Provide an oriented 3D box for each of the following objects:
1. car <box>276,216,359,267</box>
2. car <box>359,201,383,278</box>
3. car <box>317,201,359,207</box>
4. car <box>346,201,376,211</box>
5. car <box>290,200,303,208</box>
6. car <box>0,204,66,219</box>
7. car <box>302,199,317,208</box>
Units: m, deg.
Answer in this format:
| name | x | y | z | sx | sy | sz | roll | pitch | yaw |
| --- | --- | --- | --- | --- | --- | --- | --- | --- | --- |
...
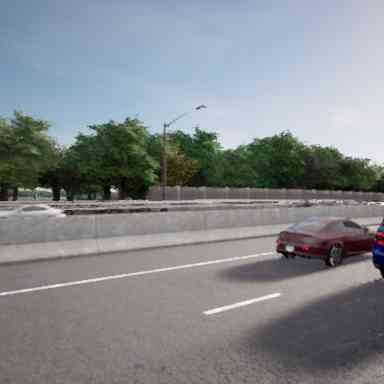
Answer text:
| name | x | y | z | sx | sy | sz | roll | pitch | yaw |
| --- | --- | --- | --- | --- | --- | --- | --- | --- | --- |
| car | 4.869 | 1.568 | 11.517 | 4.674 | 1.442 | 1.812 | 0 | 0 | -35 |
| car | 6.936 | 1.264 | 8.693 | 5.566 | 2.045 | 2.150 | 0 | 0 | -35 |
| car | 14.539 | 1.657 | 31.549 | 4.902 | 1.511 | 2.128 | 1 | 0 | -35 |
| car | 23.721 | 1.953 | 46.660 | 4.181 | 1.385 | 1.994 | 1 | -1 | -35 |
| car | 15.286 | 1.758 | 44.962 | 4.902 | 1.511 | 2.128 | 1 | -1 | -35 |
| car | -10.865 | 1.541 | 22.037 | 4.674 | 1.442 | 1.812 | 0 | 0 | -35 |
| car | 14.427 | 1.695 | 35.765 | 4.892 | 1.490 | 1.837 | 1 | 0 | -35 |
